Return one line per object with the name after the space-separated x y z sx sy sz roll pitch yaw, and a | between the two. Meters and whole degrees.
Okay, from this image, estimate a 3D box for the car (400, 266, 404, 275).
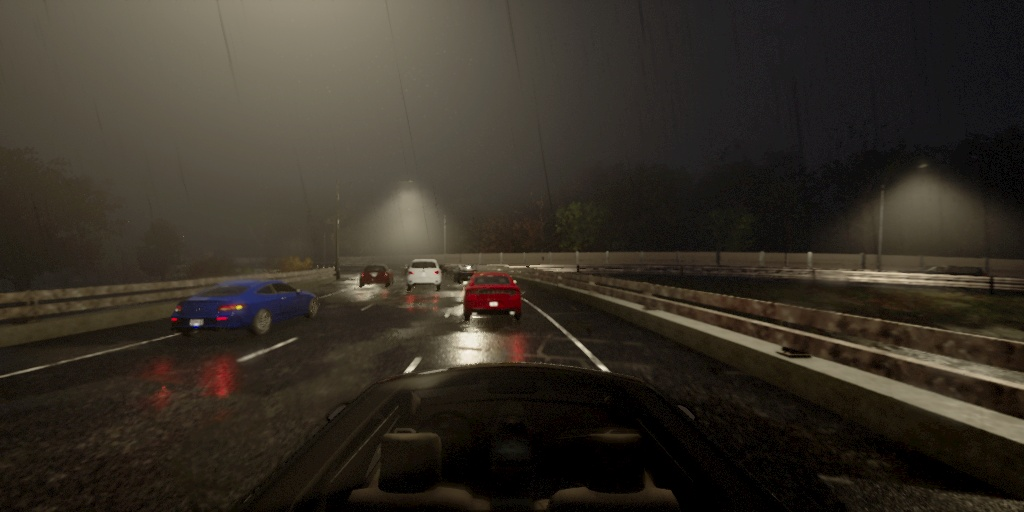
-13.347 1.786 46.756 1.837 1.490 4.892 1 -1 -24 | car

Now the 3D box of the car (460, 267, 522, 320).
-0.799 1.352 13.384 1.882 1.535 5.008 0 -1 -6 | car

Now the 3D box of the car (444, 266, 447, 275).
-10.072 1.757 47.973 1.882 1.535 5.008 0 -1 -24 | car

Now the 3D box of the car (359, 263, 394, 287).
-10.439 1.427 27.925 2.097 1.767 4.553 0 -1 -14 | car

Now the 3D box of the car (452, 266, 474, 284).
-4.034 1.564 31.086 2.128 1.511 4.902 0 -1 -15 | car

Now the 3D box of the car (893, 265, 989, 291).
37.938 1.810 31.892 5.566 2.045 2.150 3 1 26 | car

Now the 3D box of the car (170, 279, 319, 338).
-7.533 1.407 10.629 1.812 1.442 4.674 0 -1 -5 | car

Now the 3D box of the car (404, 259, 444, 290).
-6.144 1.248 25.309 2.150 2.045 5.566 0 0 -12 | car
